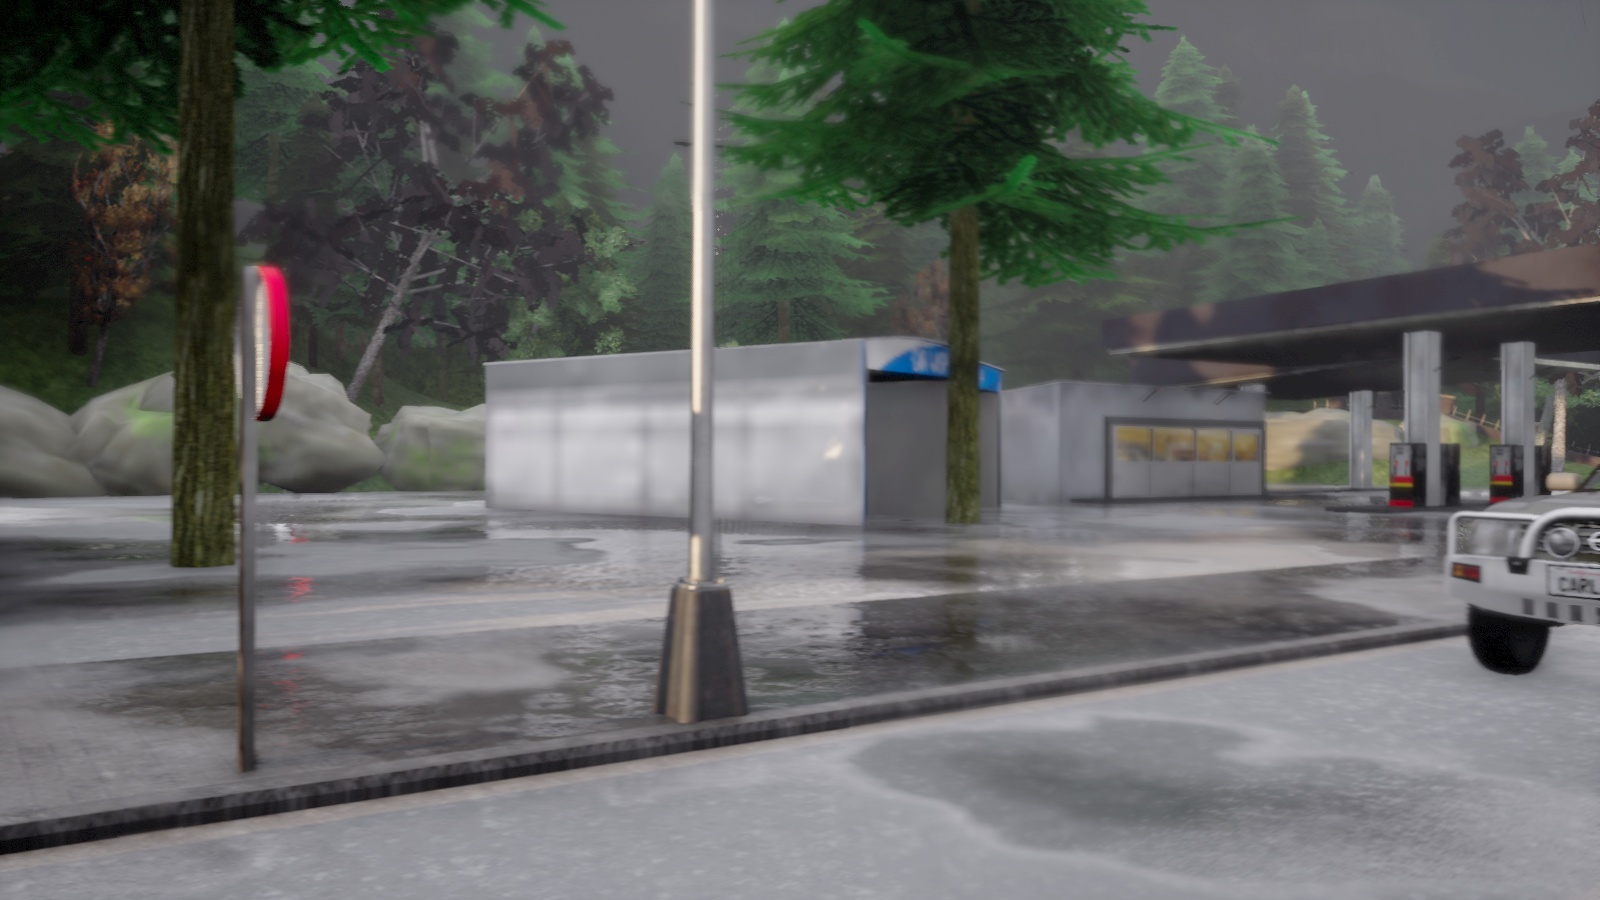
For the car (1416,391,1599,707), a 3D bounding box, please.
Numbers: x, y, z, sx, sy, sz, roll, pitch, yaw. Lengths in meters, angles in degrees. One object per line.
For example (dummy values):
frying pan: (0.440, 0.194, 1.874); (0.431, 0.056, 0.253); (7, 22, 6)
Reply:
car: (6.493, 0.609, 8.792); (4.605, 1.855, 1.932); (1, -1, -35)
